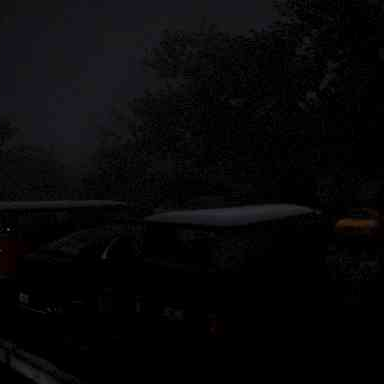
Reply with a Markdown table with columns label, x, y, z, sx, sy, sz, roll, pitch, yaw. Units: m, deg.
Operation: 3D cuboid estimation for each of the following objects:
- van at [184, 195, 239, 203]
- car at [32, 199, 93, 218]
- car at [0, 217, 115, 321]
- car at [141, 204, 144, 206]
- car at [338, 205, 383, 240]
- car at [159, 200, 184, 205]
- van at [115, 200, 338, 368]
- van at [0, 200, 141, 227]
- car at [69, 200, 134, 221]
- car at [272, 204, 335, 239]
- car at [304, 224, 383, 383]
| label | x | y | z | sx | sy | sz | roll | pitch | yaw |
| --- | --- | --- | --- | --- | --- | --- | --- | --- | --- |
| van | 1.718 | 1.227 | 21.427 | 1.878 | 1.987 | 4.442 | 0 | 0 | 35 |
| car | -11.948 | 1.493 | 31.033 | 2.097 | 1.535 | 5.008 | -1 | 0 | 36 |
| car | -1.331 | 1.462 | 7.390 | 2.231 | 1.521 | 4.892 | 0 | 0 | 35 |
| car | -5.145 | 1.499 | 26.182 | 2.002 | 1.452 | 4.674 | 0 | 0 | 36 |
| car | 8.350 | 1.461 | 16.333 | 1.946 | 1.575 | 5.366 | 0 | 0 | 35 |
| car | -0.632 | 1.327 | 22.921 | 2.185 | 1.767 | 4.553 | 0 | 0 | 35 |
| van | 1.024 | 1.238 | 5.864 | 1.878 | 1.987 | 4.442 | 0 | 0 | 35 |
| van | -3.679 | 1.231 | 8.926 | 1.878 | 1.987 | 4.442 | 0 | 0 | 35 |
| car | -7.411 | 1.466 | 27.804 | 2.097 | 1.535 | 5.008 | 0 | 0 | 36 |
| car | 6.187 | 1.500 | 18.098 | 2.002 | 1.452 | 4.674 | 0 | 0 | 35 |
| car | 3.237 | 1.467 | 4.140 | 2.097 | 1.535 | 5.008 | 0 | 0 | 35 |
